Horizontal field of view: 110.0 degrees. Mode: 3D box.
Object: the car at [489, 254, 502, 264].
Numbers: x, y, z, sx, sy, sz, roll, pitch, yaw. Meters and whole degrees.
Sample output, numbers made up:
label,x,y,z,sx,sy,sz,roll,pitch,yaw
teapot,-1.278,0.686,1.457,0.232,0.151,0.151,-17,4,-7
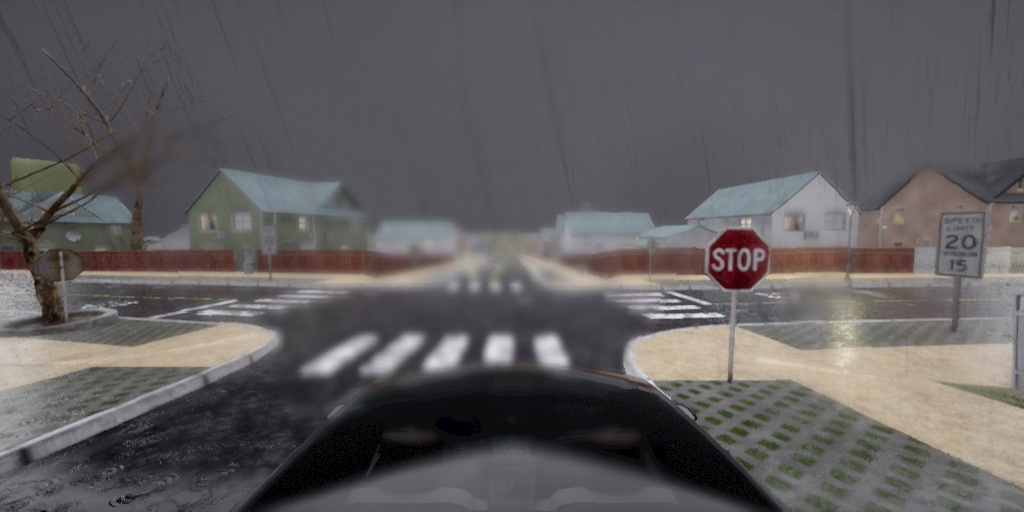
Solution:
label,x,y,z,sx,sy,sz,roll,pitch,yaw
car,-2.670,0.469,58.188,2.128,1.511,4.902,0,1,1
